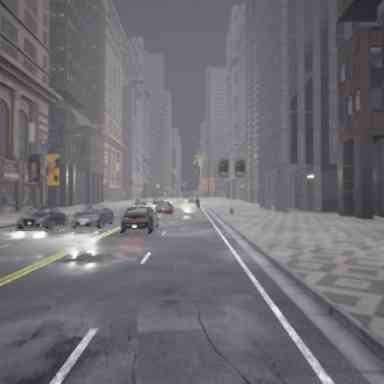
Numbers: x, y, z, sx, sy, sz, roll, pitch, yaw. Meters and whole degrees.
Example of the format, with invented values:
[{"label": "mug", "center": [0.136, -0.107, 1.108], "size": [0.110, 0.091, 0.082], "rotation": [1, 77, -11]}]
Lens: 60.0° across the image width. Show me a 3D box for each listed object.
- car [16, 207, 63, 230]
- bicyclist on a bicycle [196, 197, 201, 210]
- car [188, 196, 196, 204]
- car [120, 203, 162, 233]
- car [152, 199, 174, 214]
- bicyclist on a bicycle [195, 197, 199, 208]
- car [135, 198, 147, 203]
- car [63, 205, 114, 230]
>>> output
[{"label": "car", "center": [-9.849, 1.710, 22.108], "size": [1.994, 1.385, 4.181], "rotation": [0, 0, 0]}, {"label": "bicyclist on a bicycle", "center": [0.894, 1.669, 46.916], "size": [0.659, 1.776, 1.843], "rotation": [0, 0, 0]}, {"label": "car", "center": [0.002, 1.992, 78.140], "size": [2.033, 1.411, 5.357], "rotation": [0, 0, 0]}, {"label": "car", "center": [-3.151, 1.642, 20.628], "size": [1.837, 1.490, 4.892], "rotation": [0, 0, 0]}, {"label": "car", "center": [-3.148, 1.811, 38.439], "size": [1.994, 1.385, 4.181], "rotation": [0, 0, 0]}, {"label": "bicyclist on a bicycle", "center": [0.895, 1.722, 55.917], "size": [0.659, 1.776, 1.843], "rotation": [0, 0, 0]}, {"label": "car", "center": [-9.758, 1.918, 63.505], "size": [1.812, 1.442, 4.674], "rotation": [0, 0, 0]}, {"label": "car", "center": [-6.599, 1.640, 22.567], "size": [2.128, 1.511, 4.902], "rotation": [0, 0, 0]}]
